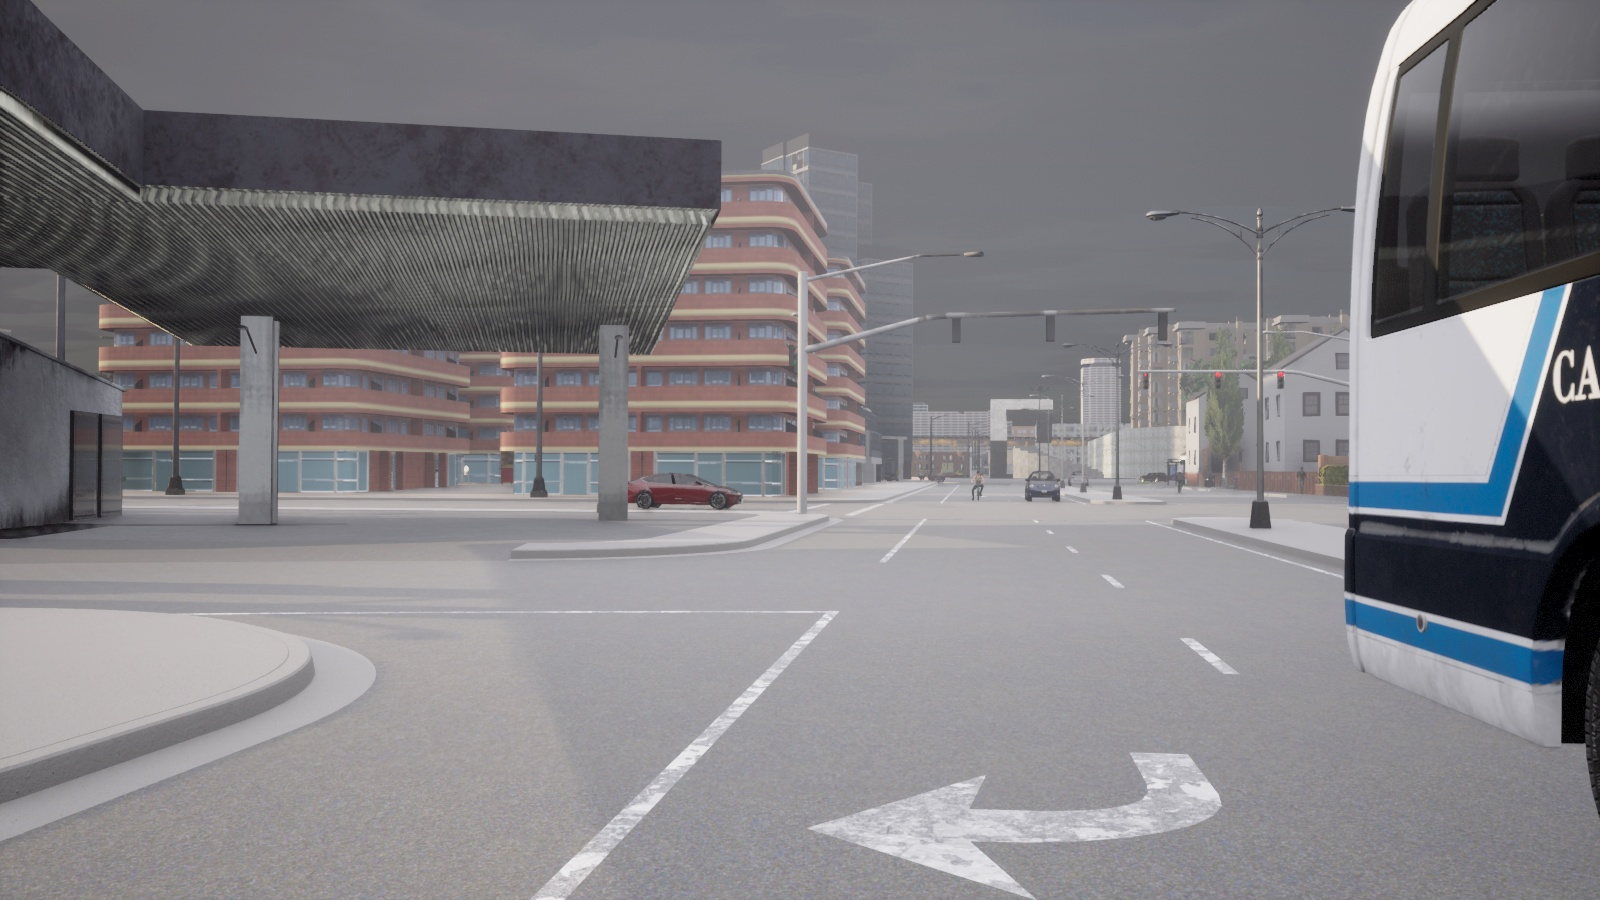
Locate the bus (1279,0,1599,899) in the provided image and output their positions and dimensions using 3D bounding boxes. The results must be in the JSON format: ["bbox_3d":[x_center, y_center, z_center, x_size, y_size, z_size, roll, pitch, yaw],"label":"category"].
[{"bbox_3d":[4.145,-0.555,1.375,3.944,4.253,10.273,0,-1,4],"label":"bus"}]

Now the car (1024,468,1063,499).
[{"bbox_3d":[13.058,1.793,67.601,1.851,1.617,3.988,0,-1,8],"label":"car"}]

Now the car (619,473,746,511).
[{"bbox_3d":[-4.718,1.687,50.993,4.792,1.488,2.163,0,-1,7],"label":"car"}]
